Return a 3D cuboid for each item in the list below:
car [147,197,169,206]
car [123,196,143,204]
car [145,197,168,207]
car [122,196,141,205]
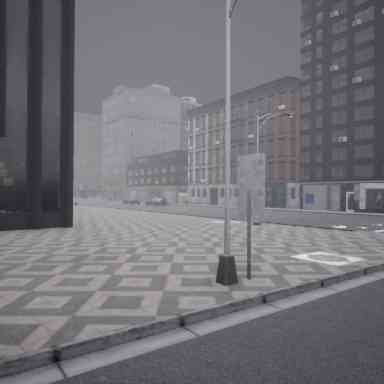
[{"bbox_3d":[-6.254,1.638,60.397,1.837,1.490,4.892,1,-1,-36],"label":"car"},{"bbox_3d":[-12.319,1.639,68.853,2.128,1.511,4.902,1,0,-36],"label":"car"},{"bbox_3d":[-5.938,1.624,54.267,1.812,1.442,4.674,1,0,-36],"label":"car"},{"bbox_3d":[-11.388,1.713,61.806,1.895,1.301,4.718,1,0,-36],"label":"car"}]
